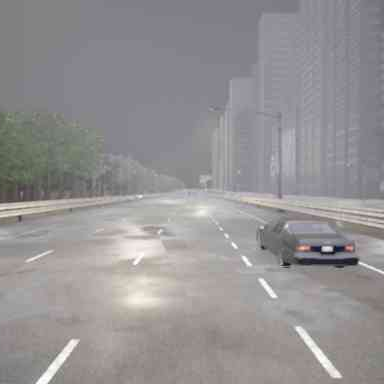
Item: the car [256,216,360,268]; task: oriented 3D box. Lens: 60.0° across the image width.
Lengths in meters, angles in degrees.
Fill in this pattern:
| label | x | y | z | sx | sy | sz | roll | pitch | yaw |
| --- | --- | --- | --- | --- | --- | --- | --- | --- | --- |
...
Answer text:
| label | x | y | z | sx | sy | sz | roll | pitch | yaw |
| --- | --- | --- | --- | --- | --- | --- | --- | --- | --- |
| car | 3.495 | 1.509 | 11.112 | 2.033 | 1.411 | 5.357 | 0 | 0 | 0 |
